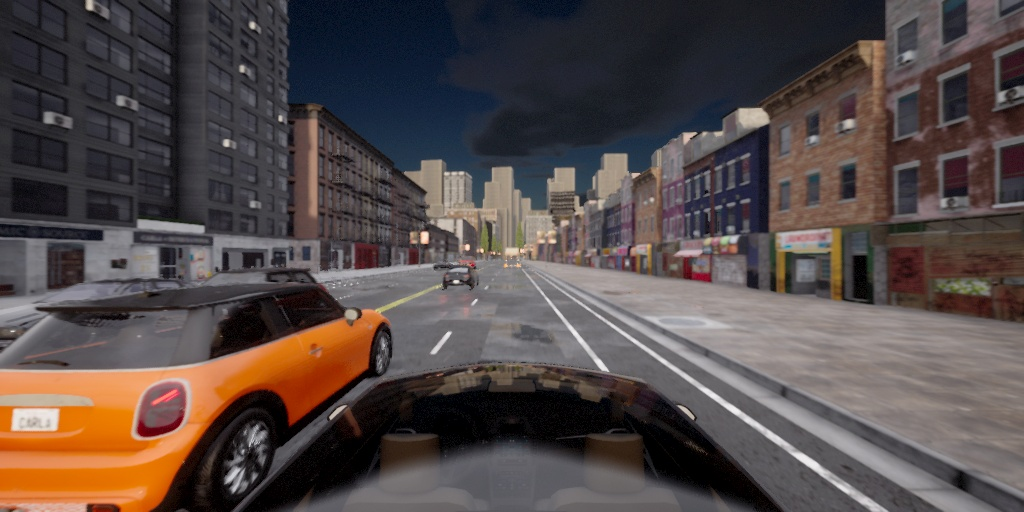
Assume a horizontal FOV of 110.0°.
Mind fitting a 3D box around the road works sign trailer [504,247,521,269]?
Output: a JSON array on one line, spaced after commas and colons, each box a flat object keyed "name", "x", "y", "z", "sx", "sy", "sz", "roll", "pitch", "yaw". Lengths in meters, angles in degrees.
[{"name": "road works sign trailer", "x": 0.013, "y": 0.279, "z": 58.731, "sx": 2.380, "sy": 3.560, "sz": 2.880, "roll": 0, "pitch": 0, "yaw": 0}]

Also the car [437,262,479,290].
[{"name": "car", "x": -3.147, "y": 1.282, "z": 22.442, "sx": 1.812, "sy": 1.442, "sz": 4.674, "roll": 0, "pitch": 0, "yaw": 0}]

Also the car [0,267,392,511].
[{"name": "car", "x": -3.152, "y": 1.102, "z": 4.498, "sx": 2.097, "sy": 1.767, "sz": 4.553, "roll": 0, "pitch": 0, "yaw": 0}]

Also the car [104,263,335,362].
[{"name": "car", "x": -6.598, "y": 1.103, "z": 8.993, "sx": 2.097, "sy": 1.767, "sz": 4.553, "roll": 0, "pitch": 0, "yaw": 0}]

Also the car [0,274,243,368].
[{"name": "car", "x": -9.848, "y": 1.299, "z": 9.097, "sx": 2.033, "sy": 1.411, "sz": 5.357, "roll": 0, "pitch": 0, "yaw": 0}]

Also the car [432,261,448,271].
[{"name": "car", "x": -9.805, "y": 1.395, "z": 50.397, "sx": 1.895, "sy": 1.301, "sz": 4.718, "roll": 0, "pitch": 0, "yaw": 0}]

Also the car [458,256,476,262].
[{"name": "car", "x": -6.546, "y": 1.018, "z": 52.328, "sx": 2.150, "sy": 2.045, "sz": 5.566, "roll": 0, "pitch": 0, "yaw": 1}]
